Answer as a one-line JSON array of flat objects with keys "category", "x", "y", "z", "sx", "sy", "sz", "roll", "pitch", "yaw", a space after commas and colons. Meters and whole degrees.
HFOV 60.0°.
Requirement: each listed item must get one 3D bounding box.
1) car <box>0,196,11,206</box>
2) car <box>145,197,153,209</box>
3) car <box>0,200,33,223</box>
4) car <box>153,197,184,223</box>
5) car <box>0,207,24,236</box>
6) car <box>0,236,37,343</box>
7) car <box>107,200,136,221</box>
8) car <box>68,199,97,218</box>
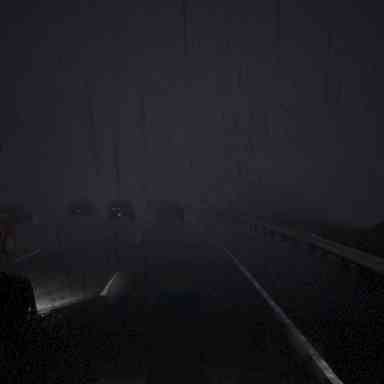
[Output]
[{"category": "car", "x": -28.871, "y": 1.366, "z": 50.132, "sx": 1.994, "sy": 1.385, "sz": 4.181, "roll": 0, "pitch": 0, "yaw": -16}, {"category": "car", "x": -4.650, "y": 1.293, "z": 41.047, "sx": 1.882, "sy": 1.535, "sz": 5.008, "roll": 0, "pitch": 1, "yaw": -12}, {"category": "car", "x": -11.904, "y": 1.478, "z": 21.549, "sx": 1.994, "sy": 1.385, "sz": 4.181, "roll": 0, "pitch": 0, "yaw": -7}, {"category": "car", "x": -1.722, "y": 1.365, "z": 24.671, "sx": 1.882, "sy": 1.535, "sz": 5.008, "roll": 0, "pitch": 0, "yaw": -7}, {"category": "car", "x": -7.343, "y": 1.439, "z": 10.221, "sx": 1.882, "sy": 1.535, "sz": 5.008, "roll": 0, "pitch": 0, "yaw": -3}, {"category": "car", "x": -3.570, "y": 1.550, "z": 3.911, "sx": 1.994, "sy": 1.385, "sz": 4.181, "roll": 0, "pitch": 0, "yaw": -2}, {"category": "car", "x": -5.415, "y": 1.378, "z": 25.801, "sx": 2.128, "sy": 1.511, "sz": 4.902, "roll": 0, "pitch": 0, "yaw": -8}, {"category": "car", "x": -9.406, "y": 1.355, "z": 28.821, "sx": 1.882, "sy": 1.535, "sz": 5.008, "roll": 0, "pitch": 0, "yaw": -9}]
